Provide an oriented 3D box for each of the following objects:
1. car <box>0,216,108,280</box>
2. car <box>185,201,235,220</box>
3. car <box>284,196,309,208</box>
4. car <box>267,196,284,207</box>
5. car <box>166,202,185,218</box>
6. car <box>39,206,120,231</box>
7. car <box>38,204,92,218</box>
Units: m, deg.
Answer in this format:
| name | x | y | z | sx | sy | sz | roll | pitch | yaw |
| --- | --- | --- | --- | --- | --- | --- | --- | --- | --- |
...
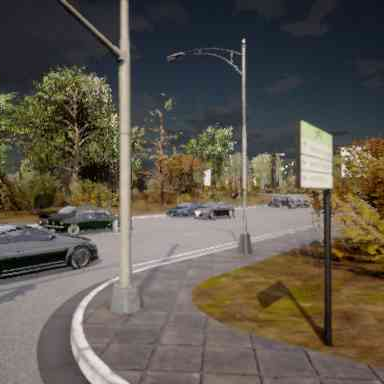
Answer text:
| name | x | y | z | sx | sy | sz | roll | pitch | yaw |
| --- | --- | --- | --- | --- | --- | --- | --- | --- | --- |
| car | -4.826 | 1.627 | 9.468 | 1.994 | 1.385 | 4.181 | 0 | 0 | 39 |
| car | 1.970 | 1.582 | 29.295 | 2.128 | 1.511 | 4.902 | 0 | 0 | 39 |
| car | 14.581 | 1.389 | 44.988 | 1.812 | 1.442 | 4.674 | 0 | 1 | 39 |
| car | 12.479 | 1.375 | 47.960 | 1.837 | 1.490 | 4.892 | 0 | 0 | 38 |
| car | -0.143 | 1.657 | 32.253 | 2.033 | 1.411 | 5.357 | 0 | 0 | 39 |
| car | -5.987 | 1.709 | 19.343 | 1.895 | 1.301 | 4.718 | 0 | 0 | 38 |
| car | -7.865 | 1.608 | 22.622 | 1.882 | 1.535 | 5.008 | 0 | 0 | 39 |
